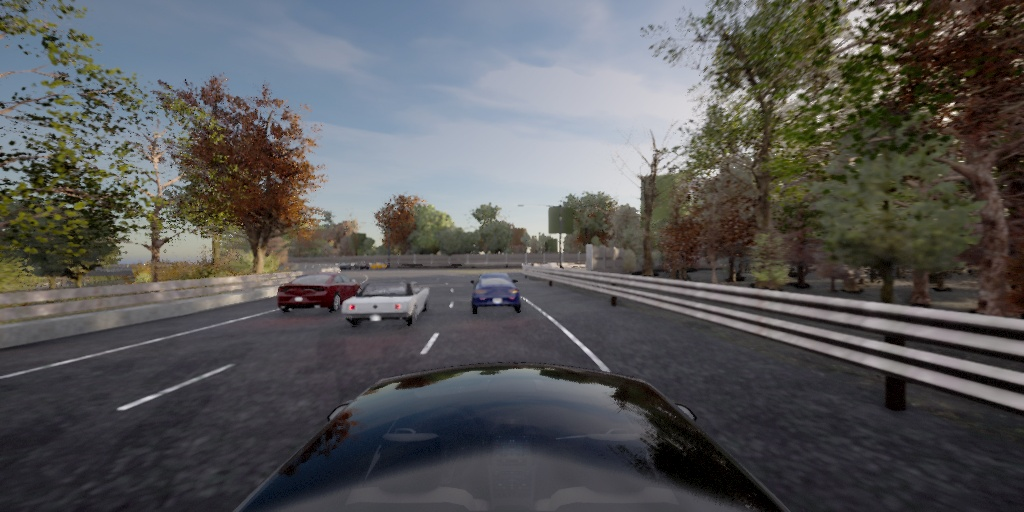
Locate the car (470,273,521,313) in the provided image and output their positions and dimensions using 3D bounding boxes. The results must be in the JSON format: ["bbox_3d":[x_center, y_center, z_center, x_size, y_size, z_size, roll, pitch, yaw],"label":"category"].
[{"bbox_3d":[-0.721,1.407,14.739,1.812,1.442,4.674,0,-1,-6],"label":"car"}]

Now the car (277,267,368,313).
[{"bbox_3d":[-7.885,1.411,15.182,1.882,1.535,5.008,0,-1,-7],"label":"car"}]

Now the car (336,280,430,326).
[{"bbox_3d":[-4.000,1.480,12.230,1.895,1.301,4.718,0,-1,-5],"label":"car"}]
